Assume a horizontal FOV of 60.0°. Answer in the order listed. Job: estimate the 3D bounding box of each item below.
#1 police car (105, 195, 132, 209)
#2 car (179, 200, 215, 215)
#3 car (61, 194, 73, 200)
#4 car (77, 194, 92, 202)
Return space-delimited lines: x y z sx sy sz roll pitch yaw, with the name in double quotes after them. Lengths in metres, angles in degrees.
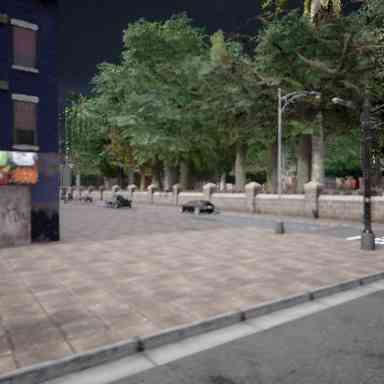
-9.114 1.182 41.241 1.930 1.638 5.238 -1 1 -36 "police car"
0.432 1.417 32.418 1.947 1.339 4.313 0 0 -36 "car"
-26.002 1.073 69.462 1.802 1.307 4.206 0 0 -36 "car"
-19.394 1.119 60.201 2.008 1.369 4.403 0 0 -36 "car"
